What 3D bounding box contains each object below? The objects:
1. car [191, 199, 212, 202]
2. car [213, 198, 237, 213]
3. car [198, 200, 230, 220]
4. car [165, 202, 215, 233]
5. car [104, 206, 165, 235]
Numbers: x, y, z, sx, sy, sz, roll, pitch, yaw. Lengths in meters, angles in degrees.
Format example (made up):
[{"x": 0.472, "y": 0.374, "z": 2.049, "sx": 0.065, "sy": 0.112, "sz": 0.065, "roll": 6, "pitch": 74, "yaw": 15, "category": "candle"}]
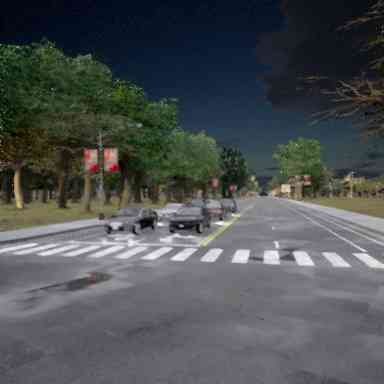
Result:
[{"x": 0.588, "y": 1.592, "z": 38.684, "sx": 2.097, "sy": 1.767, "sz": 4.553, "roll": 0, "pitch": 0, "yaw": 12, "category": "car"}, {"x": 4.182, "y": 1.577, "z": 39.873, "sx": 2.097, "sy": 1.767, "sz": 4.553, "roll": 0, "pitch": 0, "yaw": 13, "category": "car"}, {"x": 1.986, "y": 1.701, "z": 29.926, "sx": 1.812, "sy": 1.442, "sz": 4.674, "roll": 0, "pitch": 0, "yaw": 12, "category": "car"}, {"x": -0.041, "y": 1.609, "z": 20.744, "sx": 1.882, "sy": 1.535, "sz": 5.008, "roll": 0, "pitch": 0, "yaw": 13, "category": "car"}, {"x": -3.534, "y": 1.640, "z": 20.027, "sx": 2.128, "sy": 1.511, "sz": 4.902, "roll": 0, "pitch": 0, "yaw": 13, "category": "car"}]
